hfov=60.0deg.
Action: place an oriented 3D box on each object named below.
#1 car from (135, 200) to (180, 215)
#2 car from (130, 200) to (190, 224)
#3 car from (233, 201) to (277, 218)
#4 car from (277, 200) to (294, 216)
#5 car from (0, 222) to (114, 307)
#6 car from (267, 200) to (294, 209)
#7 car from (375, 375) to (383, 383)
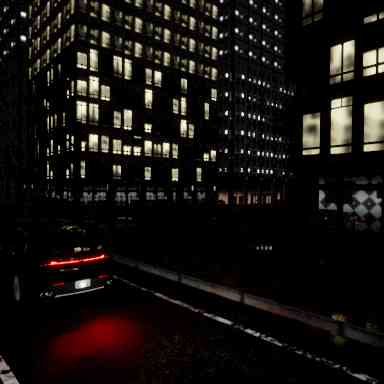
[{"bbox_3d":[-3.727,1.648,36.486,4.829,1.417,1.752,1,0,-40],"label":"car"},{"bbox_3d":[-2.513,1.524,26.554,5.009,1.841,2.192,1,0,-40],"label":"car"},{"bbox_3d":[6.246,1.833,33.925,4.829,1.417,1.752,1,0,-40],"label":"car"},{"bbox_3d":[10.432,1.936,37.447,4.206,1.307,1.802,1,0,-40],"label":"car"},{"bbox_3d":[-3.668,1.501,8.162,1.837,1.490,4.892,0,0,-41],"label":"car"},{"bbox_3d":[13.661,1.881,51.113,4.313,1.339,1.947,1,0,-40],"label":"car"},{"bbox_3d":[2.815,1.352,0.867,2.097,1.767,4.553,0,0,-41],"label":"car"}]
